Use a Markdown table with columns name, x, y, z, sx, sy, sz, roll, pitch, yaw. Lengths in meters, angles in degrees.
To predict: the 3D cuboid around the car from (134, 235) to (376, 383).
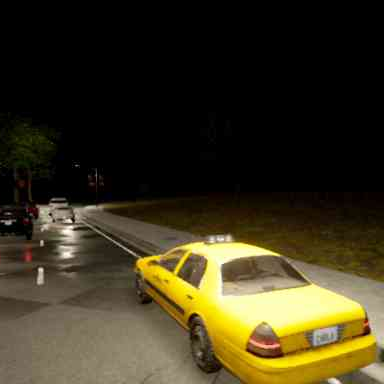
| name | x | y | z | sx | sy | sz | roll | pitch | yaw |
| --- | --- | --- | --- | --- | --- | --- | --- | --- | --- |
| car | 0.346 | 1.513 | 5.814 | 1.801 | 1.575 | 5.366 | 0 | -1 | -24 |

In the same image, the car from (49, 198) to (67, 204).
| name | x | y | z | sx | sy | sz | roll | pitch | yaw |
| --- | --- | --- | --- | --- | --- | --- | --- | --- | --- |
| car | -16.041 | 1.782 | 40.221 | 2.150 | 2.045 | 5.566 | 0 | 0 | -20 |

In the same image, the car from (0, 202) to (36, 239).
| name | x | y | z | sx | sy | sz | roll | pitch | yaw |
| --- | --- | --- | --- | --- | --- | --- | --- | --- | --- |
| car | -10.116 | 1.632 | 18.724 | 2.097 | 1.767 | 4.553 | 0 | -1 | -25 |

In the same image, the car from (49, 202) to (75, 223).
| name | x | y | z | sx | sy | sz | roll | pitch | yaw |
| --- | --- | --- | --- | --- | --- | --- | --- | --- | --- |
| car | -11.661 | 1.944 | 30.066 | 1.812 | 1.442 | 4.674 | 0 | -1 | -24 |

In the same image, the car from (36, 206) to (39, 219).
| name | x | y | z | sx | sy | sz | roll | pitch | yaw |
| --- | --- | --- | --- | --- | --- | --- | --- | --- | --- |
| car | -16.908 | 1.856 | 34.101 | 2.097 | 1.767 | 4.553 | 0 | -1 | -23 |

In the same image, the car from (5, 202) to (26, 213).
| name | x | y | z | sx | sy | sz | roll | pitch | yaw |
| --- | --- | --- | --- | --- | --- | --- | --- | --- | --- |
| car | -26.075 | 2.261 | 49.356 | 1.812 | 1.442 | 4.674 | 0 | 0 | -16 |
